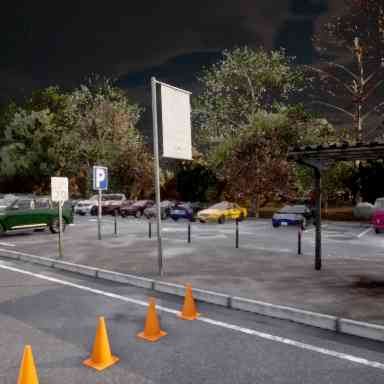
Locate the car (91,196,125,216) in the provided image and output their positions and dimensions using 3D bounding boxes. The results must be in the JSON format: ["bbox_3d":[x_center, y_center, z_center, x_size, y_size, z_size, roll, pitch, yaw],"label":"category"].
[{"bbox_3d":[-6.638,1.466,31.712,2.097,1.535,5.008,0,0,35],"label":"car"}]

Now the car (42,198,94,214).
[{"bbox_3d":[-13.460,1.455,36.489,2.097,1.535,5.008,0,0,35],"label":"car"}]

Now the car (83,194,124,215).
[{"bbox_3d":[-8.929,1.212,33.279,2.435,2.045,5.566,0,0,35],"label":"car"}]

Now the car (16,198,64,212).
[{"bbox_3d":[-18.015,1.469,39.658,2.163,1.488,4.792,0,0,35],"label":"car"}]

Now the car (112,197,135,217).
[{"bbox_3d":[-4.366,1.469,30.116,2.097,1.535,5.008,0,0,35],"label":"car"}]

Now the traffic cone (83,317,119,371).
[{"bbox_3d":[-1.201,1.957,4.408,0.340,0.580,0.340,0,0,35],"label":"traffic cone"}]

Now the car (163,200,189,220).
[{"bbox_3d":[0.190,1.504,26.946,2.163,1.488,4.792,0,0,35],"label":"car"}]

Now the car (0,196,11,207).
[{"bbox_3d":[-29.255,1.332,47.814,1.946,1.575,5.366,1,0,35],"label":"car"}]

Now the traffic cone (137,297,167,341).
[{"bbox_3d":[-0.626,1.957,5.225,0.340,0.580,0.340,0,0,35],"label":"traffic cone"}]

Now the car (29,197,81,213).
[{"bbox_3d":[-15.623,1.444,38.240,1.946,1.575,5.366,0,0,35],"label":"car"}]

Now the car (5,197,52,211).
[{"bbox_3d":[-20.259,1.452,41.305,2.163,1.488,4.792,0,0,35],"label":"car"}]

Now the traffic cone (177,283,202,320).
[{"bbox_3d":[-0.052,1.957,6.041,0.340,0.580,0.340,0,0,36],"label":"traffic cone"}]

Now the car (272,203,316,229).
[{"bbox_3d":[6.972,1.513,22.113,2.163,1.488,4.792,0,0,35],"label":"car"}]

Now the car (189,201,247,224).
[{"bbox_3d":[2.338,1.475,25.175,1.946,1.575,5.366,0,0,35],"label":"car"}]

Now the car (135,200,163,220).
[{"bbox_3d":[-2.094,1.473,28.522,2.231,1.521,4.892,0,0,35],"label":"car"}]

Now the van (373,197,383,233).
[{"bbox_3d":[11.598,1.264,19.042,1.878,1.987,4.442,0,0,35],"label":"van"}]

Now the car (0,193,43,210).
[{"bbox_3d":[-22.561,1.153,42.852,2.435,2.045,5.566,0,0,35],"label":"car"}]

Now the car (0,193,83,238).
[{"bbox_3d":[-8.918,1.221,17.290,2.435,2.045,5.566,0,0,35],"label":"car"}]

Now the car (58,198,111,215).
[{"bbox_3d":[-11.187,1.461,34.892,2.231,1.521,4.892,0,0,35],"label":"car"}]

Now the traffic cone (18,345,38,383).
[{"bbox_3d":[-1.776,1.957,3.592,0.340,0.580,0.340,0,0,35],"label":"traffic cone"}]
